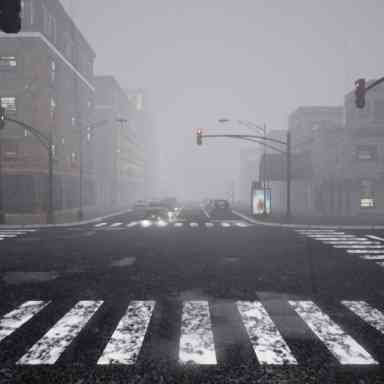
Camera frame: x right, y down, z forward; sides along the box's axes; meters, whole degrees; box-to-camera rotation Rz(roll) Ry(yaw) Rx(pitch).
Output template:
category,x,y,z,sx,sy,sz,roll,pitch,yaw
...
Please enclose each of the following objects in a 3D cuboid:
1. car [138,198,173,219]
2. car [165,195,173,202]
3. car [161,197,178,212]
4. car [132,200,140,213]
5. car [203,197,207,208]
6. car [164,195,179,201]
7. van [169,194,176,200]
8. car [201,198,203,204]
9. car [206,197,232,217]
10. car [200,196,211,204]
category,x,y,z,sx,sy,sz,roll,pitch,yaw
car,-3.084,1.552,29.275,2.033,1.411,5.357,0,0,0
car,-5.647,1.592,82.932,1.752,1.417,4.829,-1,0,0
car,-3.080,1.576,39.280,1.994,1.385,4.181,0,0,-1
car,-5.674,1.561,37.529,2.008,1.369,4.403,0,0,0
car,2.710,1.597,43.233,1.802,1.307,4.206,0,0,0
car,-3.061,1.527,50.045,1.837,1.490,4.892,0,0,0
van,-5.642,1.430,94.496,1.690,1.788,3.998,-1,0,0
car,2.714,1.571,48.930,2.008,1.369,4.403,0,0,0
car,2.703,1.446,31.839,1.967,1.590,4.097,0,0,0
car,2.724,1.591,66.020,2.008,1.369,4.403,-1,0,0
